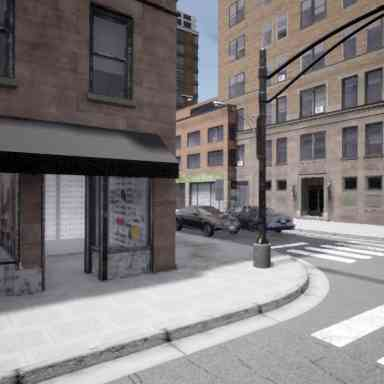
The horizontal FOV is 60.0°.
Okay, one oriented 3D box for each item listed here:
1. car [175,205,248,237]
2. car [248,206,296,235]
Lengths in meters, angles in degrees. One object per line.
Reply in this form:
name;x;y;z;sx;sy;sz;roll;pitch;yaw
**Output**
car;0.600;1.444;17.920;1.812;1.442;4.674;0;0;-34
car;3.265;1.487;18.577;2.033;1.411;5.357;0;0;-30
